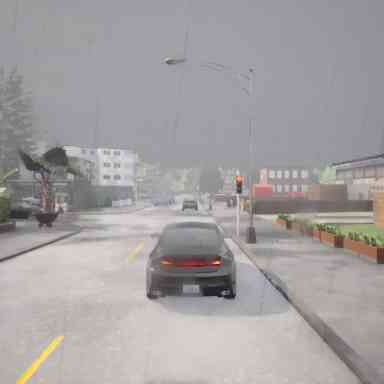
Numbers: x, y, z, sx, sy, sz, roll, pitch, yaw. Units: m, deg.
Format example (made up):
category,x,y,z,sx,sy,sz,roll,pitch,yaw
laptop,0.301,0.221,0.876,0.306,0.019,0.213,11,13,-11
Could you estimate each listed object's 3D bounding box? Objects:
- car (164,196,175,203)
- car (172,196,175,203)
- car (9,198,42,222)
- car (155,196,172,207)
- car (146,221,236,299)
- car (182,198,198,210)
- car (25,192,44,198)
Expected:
category,x,y,z,sx,sy,sz,roll,pitch,yaw
car,-4.665,1.524,70.431,2.128,1.511,4.902,0,0,-1
car,-4.637,1.477,60.001,1.882,1.535,5.008,0,0,0
car,-13.555,1.477,25.856,5.008,1.535,1.882,0,0,0
car,-4.571,1.477,50.588,1.882,1.535,5.008,0,0,0
car,-0.016,1.505,8.424,1.837,1.490,4.892,0,0,0
car,-0.272,1.491,42.193,2.128,1.511,4.902,0,0,-1
car,-20.154,0.985,42.086,1.905,1.878,3.866,0,0,34
